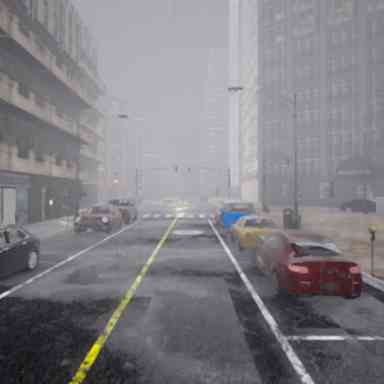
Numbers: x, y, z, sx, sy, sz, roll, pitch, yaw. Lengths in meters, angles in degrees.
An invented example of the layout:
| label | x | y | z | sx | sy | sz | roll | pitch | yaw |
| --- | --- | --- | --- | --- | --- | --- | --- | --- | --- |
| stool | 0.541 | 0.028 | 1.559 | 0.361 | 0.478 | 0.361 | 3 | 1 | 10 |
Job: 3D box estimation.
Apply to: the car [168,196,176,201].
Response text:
| label | x | y | z | sx | sy | sz | roll | pitch | yaw |
| --- | --- | --- | --- | --- | --- | --- | --- | --- | --- |
| car | -5.321 | 1.828 | 90.445 | 1.947 | 1.339 | 4.313 | 0 | 0 | 0 |

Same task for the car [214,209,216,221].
| label | x | y | z | sx | sy | sz | roll | pitch | yaw |
| --- | --- | --- | --- | --- | --- | --- | --- | --- | --- |
| car | 2.567 | 1.564 | 24.964 | 1.752 | 1.417 | 4.829 | 0 | 0 | 0 |

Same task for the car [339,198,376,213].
| label | x | y | z | sx | sy | sz | roll | pitch | yaw |
| --- | --- | --- | --- | --- | --- | --- | --- | --- | --- |
| car | 16.815 | 1.376 | 32.034 | 4.892 | 1.490 | 1.837 | -1 | -1 | 41 |

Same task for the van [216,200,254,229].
| label | x | y | z | sx | sy | sz | roll | pitch | yaw |
| --- | --- | --- | --- | --- | --- | --- | --- | --- | --- |
| van | 2.569 | 1.368 | 19.257 | 1.690 | 1.788 | 3.998 | 0 | 0 | 0 |

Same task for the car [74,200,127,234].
| label | x | y | z | sx | sy | sz | roll | pitch | yaw |
| --- | --- | --- | --- | --- | --- | --- | --- | --- | --- |
| car | -5.311 | 1.467 | 19.251 | 1.967 | 1.590 | 4.097 | 0 | 0 | 0 |

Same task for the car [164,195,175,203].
| label | x | y | z | sx | sy | sz | roll | pitch | yaw |
| --- | --- | --- | --- | --- | --- | --- | --- | --- | --- |
| car | -5.319 | 1.712 | 73.617 | 1.752 | 1.417 | 4.829 | 0 | 0 | 0 |

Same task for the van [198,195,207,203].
| label | x | y | z | sx | sy | sz | roll | pitch | yaw |
| --- | --- | --- | --- | --- | --- | --- | --- | --- | --- |
| van | 2.562 | 1.529 | 73.789 | 1.690 | 1.788 | 3.998 | 0 | 0 | 0 |

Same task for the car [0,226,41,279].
| label | x | y | z | sx | sy | sz | roll | pitch | yaw |
| --- | --- | --- | --- | --- | --- | --- | --- | --- | --- |
| car | -5.311 | 1.560 | 8.180 | 2.008 | 1.369 | 4.403 | 0 | 0 | 0 |

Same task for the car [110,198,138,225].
| label | x | y | z | sx | sy | sz | roll | pitch | yaw |
| --- | --- | --- | --- | --- | --- | --- | --- | --- | --- |
| car | -5.311 | 1.353 | 24.787 | 2.192 | 1.841 | 5.009 | 0 | 0 | 0 |

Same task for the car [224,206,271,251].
| label | x | y | z | sx | sy | sz | roll | pitch | yaw |
| --- | --- | --- | --- | --- | --- | --- | --- | --- | --- |
| car | 2.569 | 1.543 | 13.893 | 1.752 | 1.417 | 4.829 | 0 | 0 | 0 |

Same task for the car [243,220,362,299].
| label | x | y | z | sx | sy | sz | roll | pitch | yaw |
| --- | --- | --- | --- | --- | --- | --- | --- | --- | --- |
| car | 2.569 | 1.591 | 8.187 | 1.802 | 1.307 | 4.206 | 0 | 0 | 0 |
